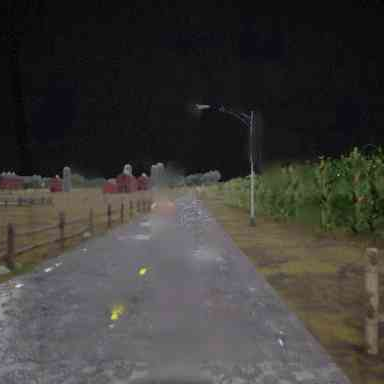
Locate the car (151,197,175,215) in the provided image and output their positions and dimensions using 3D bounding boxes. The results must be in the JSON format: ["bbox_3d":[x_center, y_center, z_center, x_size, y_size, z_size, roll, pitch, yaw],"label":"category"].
[{"bbox_3d":[-2.849,1.299,33.338,2.097,1.767,4.553,0,0,0],"label":"car"}]
